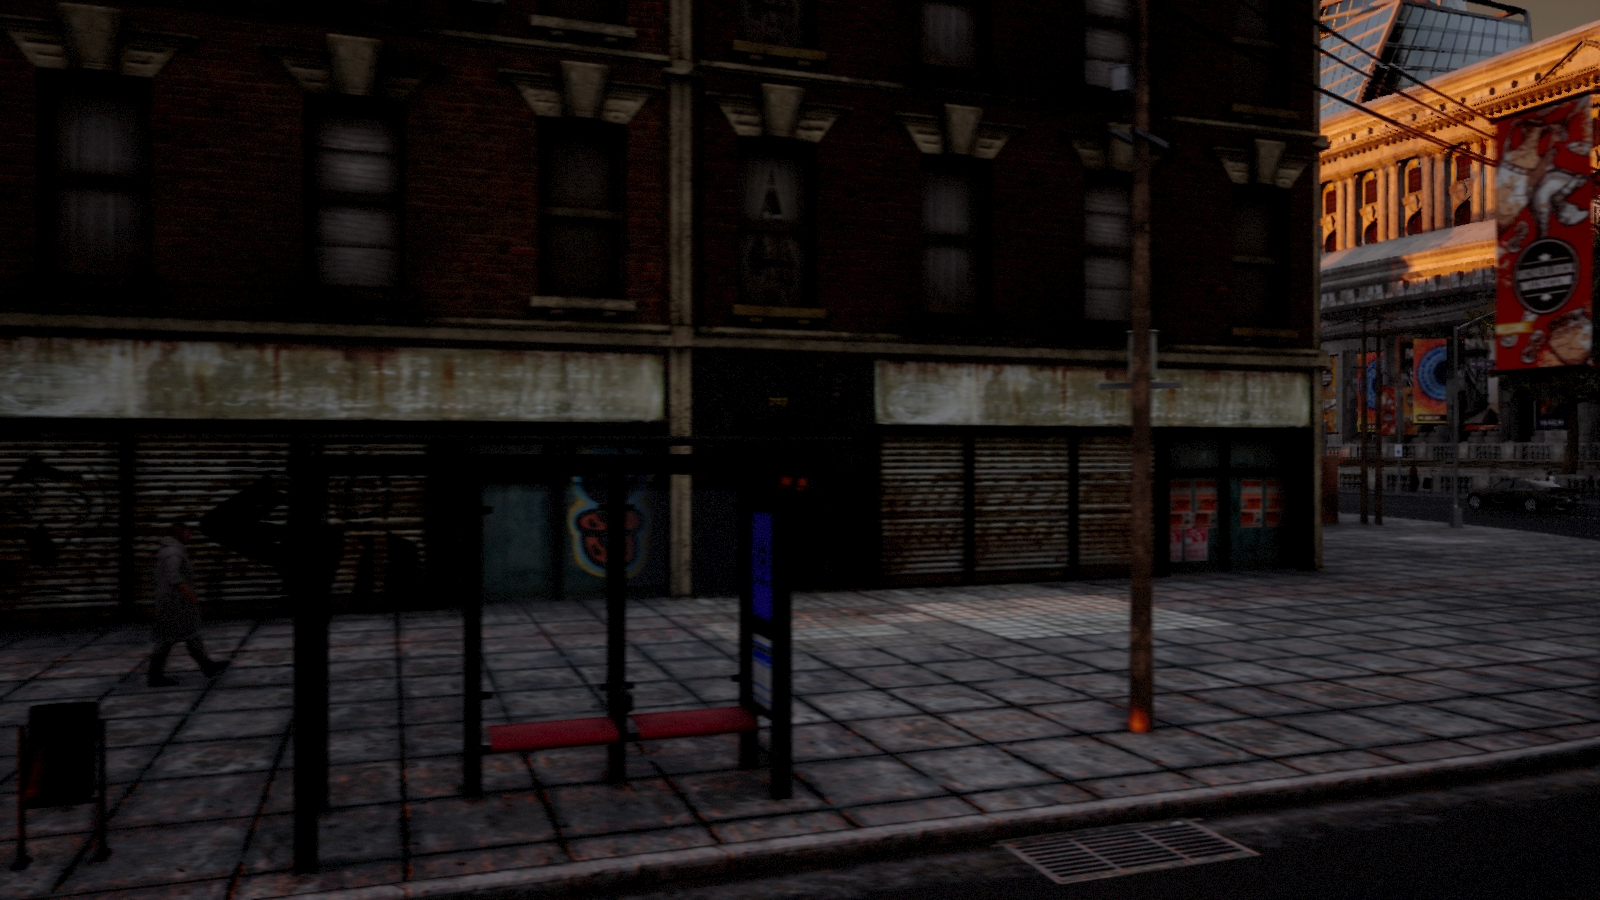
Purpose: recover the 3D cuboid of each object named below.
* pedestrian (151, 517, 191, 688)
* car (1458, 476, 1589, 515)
[{"bbox_3d":[-7.088,1.697,12.877,0.375,1.860,0.375,0,0,-32],"label":"pedestrian"},{"bbox_3d":[32.878,2.035,52.130,2.097,1.535,5.006,0,0,-14],"label":"car"}]
